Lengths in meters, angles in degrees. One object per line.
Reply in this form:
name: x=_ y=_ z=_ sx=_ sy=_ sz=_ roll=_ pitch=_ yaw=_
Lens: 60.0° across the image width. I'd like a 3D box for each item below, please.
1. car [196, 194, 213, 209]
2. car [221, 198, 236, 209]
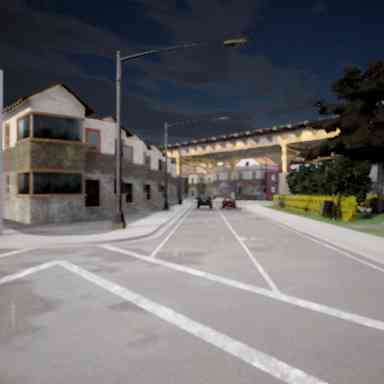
car: x=1.815 y=1.314 z=48.064 sx=2.150 sy=2.045 sz=5.566 roll=0 pitch=0 yaw=2
car: x=5.336 y=1.569 z=48.410 sx=1.882 sy=1.535 sz=5.008 roll=0 pitch=0 yaw=3
